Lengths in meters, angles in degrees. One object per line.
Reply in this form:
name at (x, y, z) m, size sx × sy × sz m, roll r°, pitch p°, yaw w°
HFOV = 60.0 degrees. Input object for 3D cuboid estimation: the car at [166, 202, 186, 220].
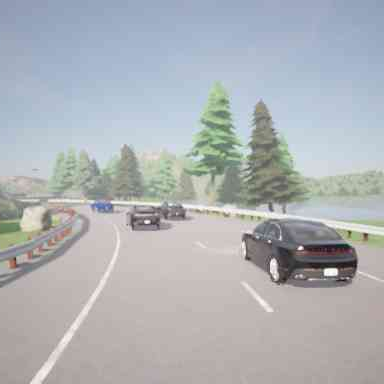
car at (-2.012, 1.577, 29.056) m, size 2.128 × 1.511 × 4.902 m, roll 0°, pitch 0°, yaw -20°

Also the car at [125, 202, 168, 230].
car at (-3.297, 1.566, 21.860) m, size 2.128 × 1.511 × 4.902 m, roll 0°, pitch 0°, yaw -16°

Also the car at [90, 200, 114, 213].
car at (-10.765, 1.639, 39.590) m, size 1.882 × 1.535 × 5.008 m, roll 0°, pitch 0°, yaw -29°

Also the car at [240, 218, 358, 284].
car at (2.766, 1.514, 9.675) m, size 1.837 × 1.490 × 4.892 m, roll 0°, pitch 0°, yaw -6°
